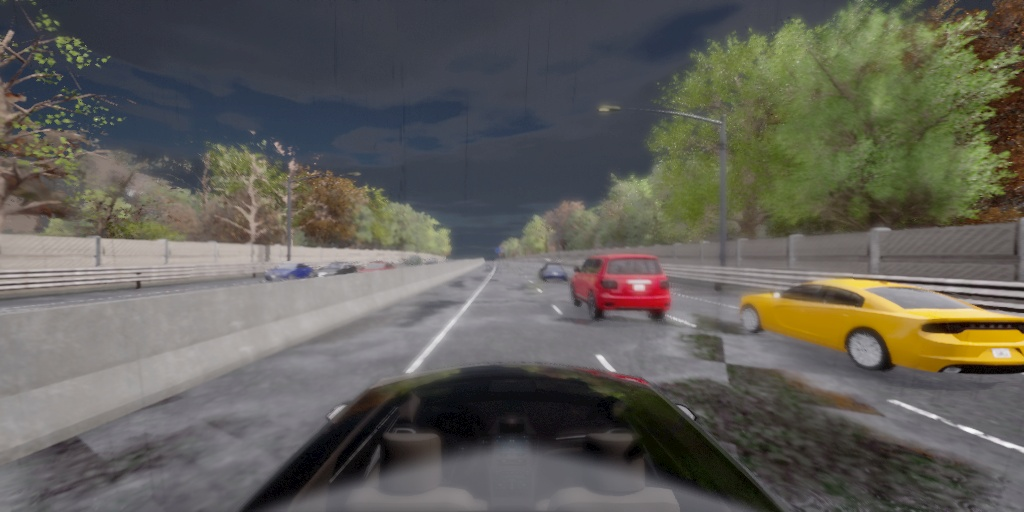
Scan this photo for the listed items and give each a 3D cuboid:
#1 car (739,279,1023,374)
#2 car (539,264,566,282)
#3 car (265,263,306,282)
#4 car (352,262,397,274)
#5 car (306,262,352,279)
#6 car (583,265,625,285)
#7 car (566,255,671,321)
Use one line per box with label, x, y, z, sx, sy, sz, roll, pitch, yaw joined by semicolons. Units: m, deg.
car;7.059;1.233;7.649;1.882;1.535;5.008;0;0;0
car;3.343;1.343;29.620;1.994;1.385;4.181;0;0;-1
car;-17.847;1.305;29.137;1.812;1.442;4.674;0;0;-1
car;-10.843;1.255;29.187;1.882;1.535;5.008;0;0;-1
car;-14.350;1.269;29.550;2.128;1.511;4.902;0;0;-1
car;6.882;1.378;27.315;1.895;1.301;4.718;0;0;-1
car;3.545;0.983;12.673;2.150;2.045;5.566;0;0;0
